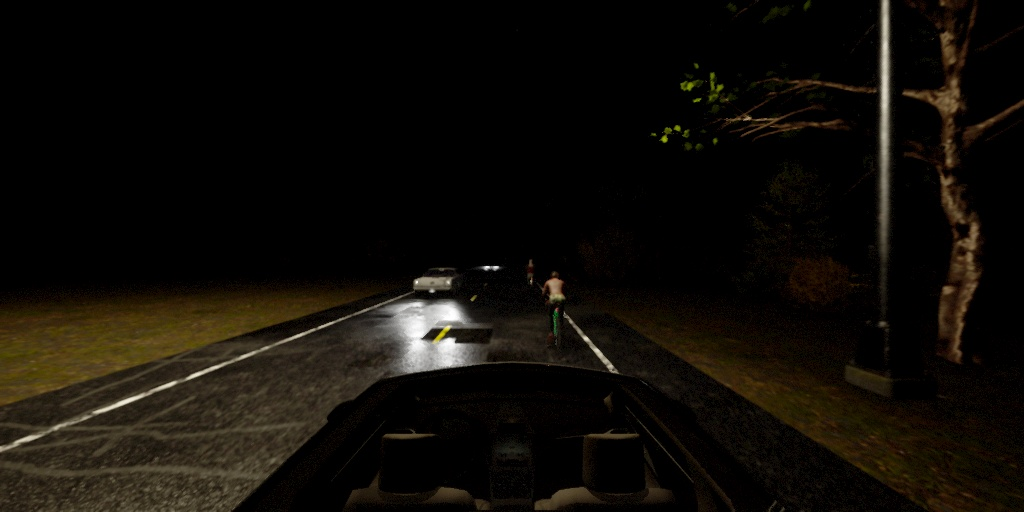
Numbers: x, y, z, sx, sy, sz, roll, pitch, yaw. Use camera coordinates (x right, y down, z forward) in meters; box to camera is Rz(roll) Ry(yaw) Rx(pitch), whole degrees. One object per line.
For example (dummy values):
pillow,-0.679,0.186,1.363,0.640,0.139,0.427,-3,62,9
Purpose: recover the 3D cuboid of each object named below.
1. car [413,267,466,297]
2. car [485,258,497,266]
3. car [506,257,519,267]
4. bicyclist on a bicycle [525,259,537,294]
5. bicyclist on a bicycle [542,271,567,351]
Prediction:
car,-3.593,1.265,18.378,1.895,1.301,4.718,0,0,0
car,-3.525,1.046,61.504,1.895,1.301,4.718,0,0,1
car,0.118,1.032,56.924,1.994,1.385,4.181,0,0,0
bicyclist on a bicycle,0.968,1.034,18.524,0.659,1.776,1.843,0,1,0
bicyclist on a bicycle,0.964,1.170,7.974,0.582,1.620,1.656,0,0,0
